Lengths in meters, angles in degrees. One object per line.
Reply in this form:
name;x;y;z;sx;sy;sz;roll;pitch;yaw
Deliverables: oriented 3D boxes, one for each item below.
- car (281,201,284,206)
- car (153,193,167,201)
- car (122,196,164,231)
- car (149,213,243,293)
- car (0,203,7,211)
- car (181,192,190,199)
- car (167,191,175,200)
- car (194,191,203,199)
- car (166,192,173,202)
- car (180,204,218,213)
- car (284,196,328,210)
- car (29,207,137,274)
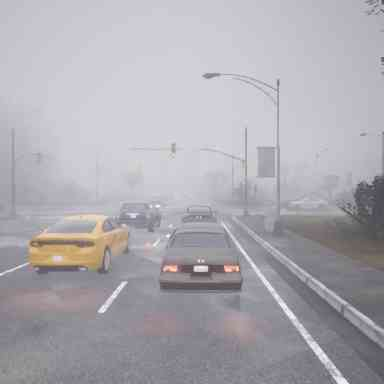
car;14.291;1.325;44.046;5.008;1.535;1.882;0;0;-2
car;-6.005;1.287;56.020;2.128;1.511;4.902;0;0;1
car;-3.082;1.305;19.736;2.097;1.767;4.553;0;0;1
car;0.211;1.537;8.989;2.033;1.411;5.357;0;0;1
car;-22.376;1.410;35.530;4.674;1.442;1.812;0;0;-2
car;-1.771;0.946;87.208;1.837;1.490;4.892;0;1;1
car;-5.395;0.802;80.688;2.150;2.045;5.566;0;1;1
car;1.731;0.679;87.171;2.150;2.045;5.566;0;1;1
car;-5.645;1.230;68.991;1.837;1.490;4.892;0;0;1
car;0.398;1.462;18.727;1.837;1.490;4.892;0;0;1
car;14.143;1.388;40.537;4.674;1.442;1.812;0;0;-2
car;-3.252;1.463;10.603;1.882;1.535;5.008;0;0;1
